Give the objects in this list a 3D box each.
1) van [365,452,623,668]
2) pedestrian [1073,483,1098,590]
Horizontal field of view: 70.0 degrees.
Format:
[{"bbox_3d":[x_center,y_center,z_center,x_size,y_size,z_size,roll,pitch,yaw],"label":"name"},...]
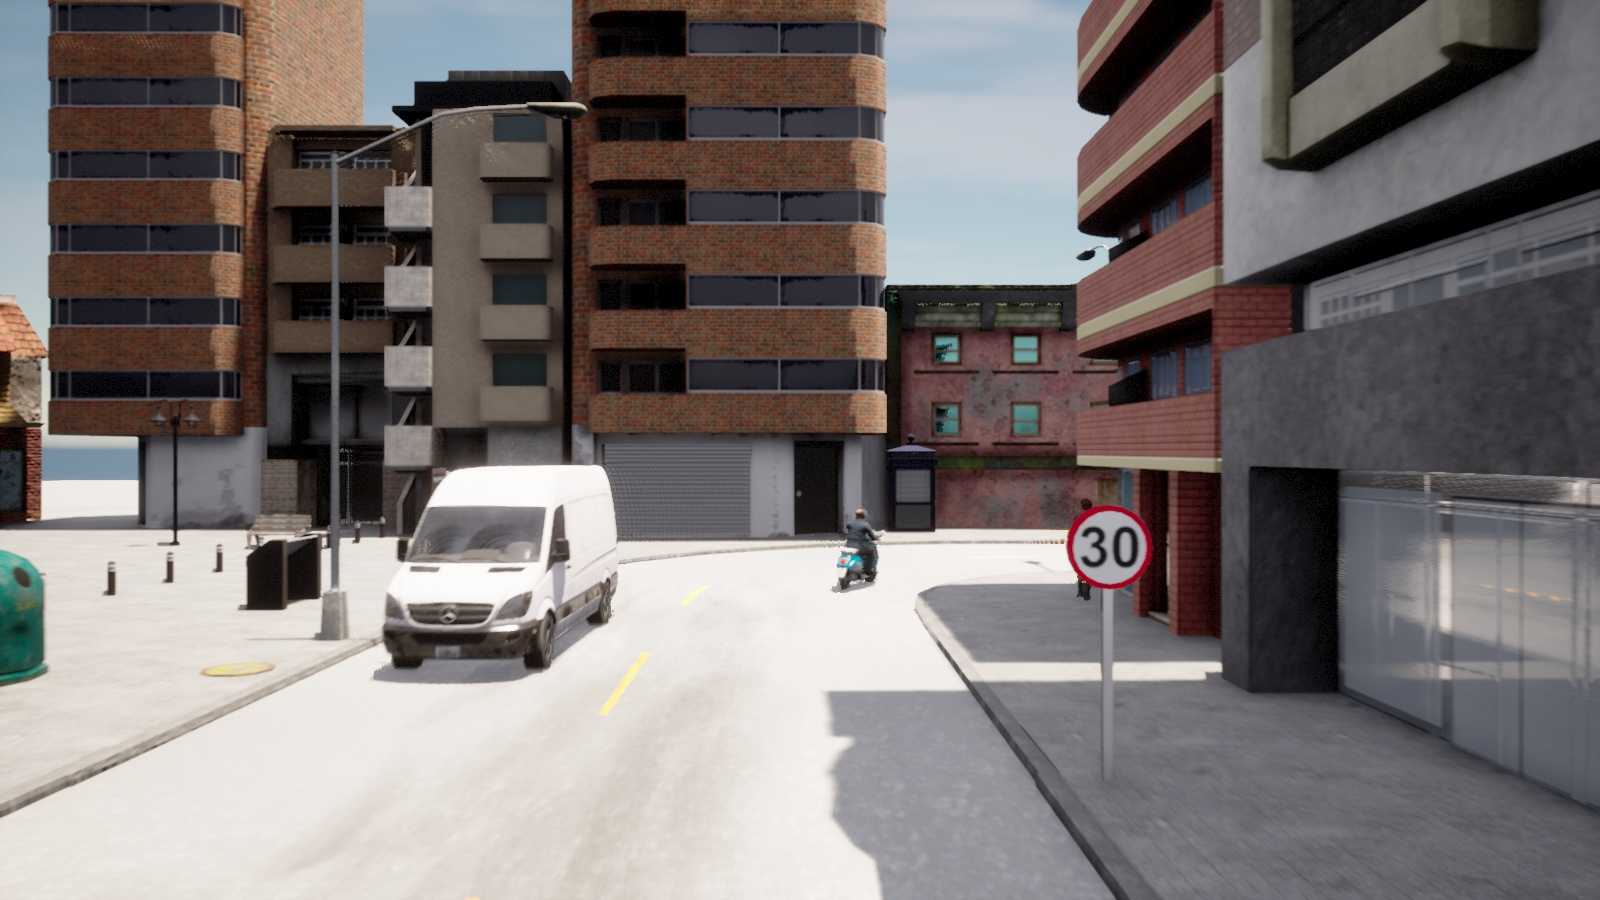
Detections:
[{"bbox_3d":[-4.110,1.314,16.569,1.988,2.561,5.915,0,0,2],"label":"van"},{"bbox_3d":[5.050,1.524,20.220,0.375,1.860,0.375,0,0,22],"label":"pedestrian"}]
